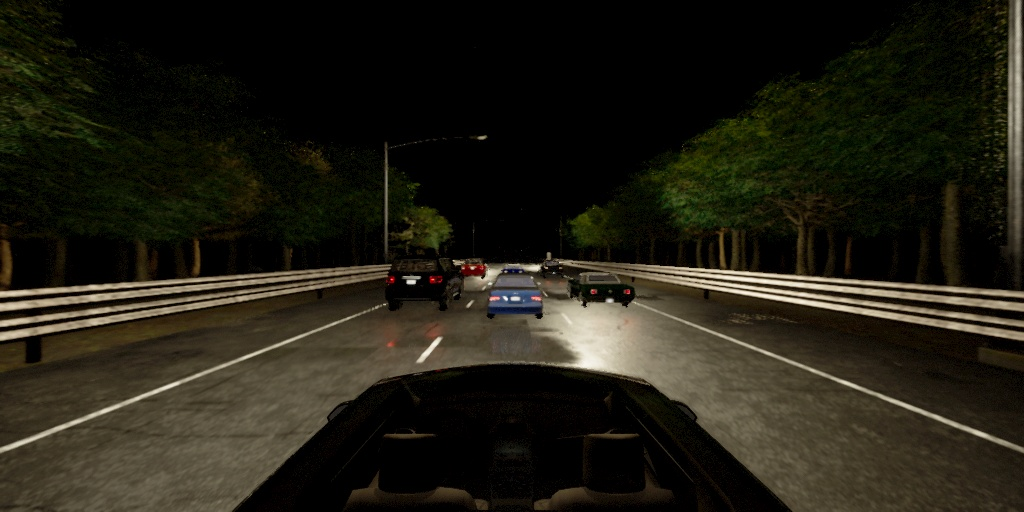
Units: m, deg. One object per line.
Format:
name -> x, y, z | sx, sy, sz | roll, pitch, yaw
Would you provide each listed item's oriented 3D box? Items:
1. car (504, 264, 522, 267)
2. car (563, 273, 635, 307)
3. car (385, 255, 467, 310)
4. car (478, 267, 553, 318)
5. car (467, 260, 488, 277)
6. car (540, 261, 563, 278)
car -> 0.101, 1.352, 31.991 | 1.895, 1.301, 4.718 | 0, 0, 0
car -> 3.601, 1.352, 15.404 | 1.895, 1.301, 4.718 | 0, 0, 0
car -> -3.398, 0.973, 14.784 | 2.150, 2.045, 5.566 | 0, 0, 0
car -> 0.101, 1.299, 13.019 | 2.033, 1.411, 5.357 | 0, 0, 0
car -> -3.397, 1.103, 32.950 | 2.097, 1.767, 4.553 | 0, 0, 0
car -> 3.603, 1.242, 33.184 | 2.128, 1.511, 4.902 | 0, 0, 0
